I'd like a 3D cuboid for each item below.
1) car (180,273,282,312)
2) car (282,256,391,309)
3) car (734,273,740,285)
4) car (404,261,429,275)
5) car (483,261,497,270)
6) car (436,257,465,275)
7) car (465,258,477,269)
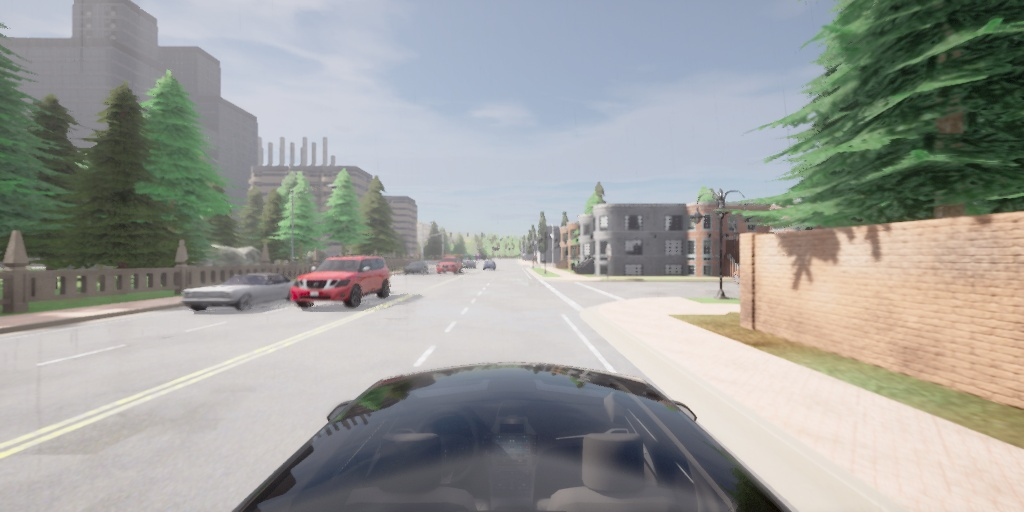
[{"bbox_3d":[-10.599,1.387,14.629,1.895,1.301,4.718,0,0,0],"label":"car"},{"bbox_3d":[-7.099,1.010,15.652,2.150,2.045,5.566,0,0,0],"label":"car"},{"bbox_3d":[17.193,1.298,23.532,4.674,1.442,1.812,0,0,2],"label":"car"},{"bbox_3d":[-10.593,1.363,40.062,1.837,1.490,4.892,0,0,0],"label":"car"},{"bbox_3d":[-3.395,1.448,55.564,2.033,1.411,5.357,0,0,0],"label":"car"},{"bbox_3d":[-7.100,1.082,41.055,2.150,2.045,5.566,0,0,1],"label":"car"},{"bbox_3d":[-6.994,1.521,59.761,1.994,1.385,4.181,0,0,0],"label":"car"}]
